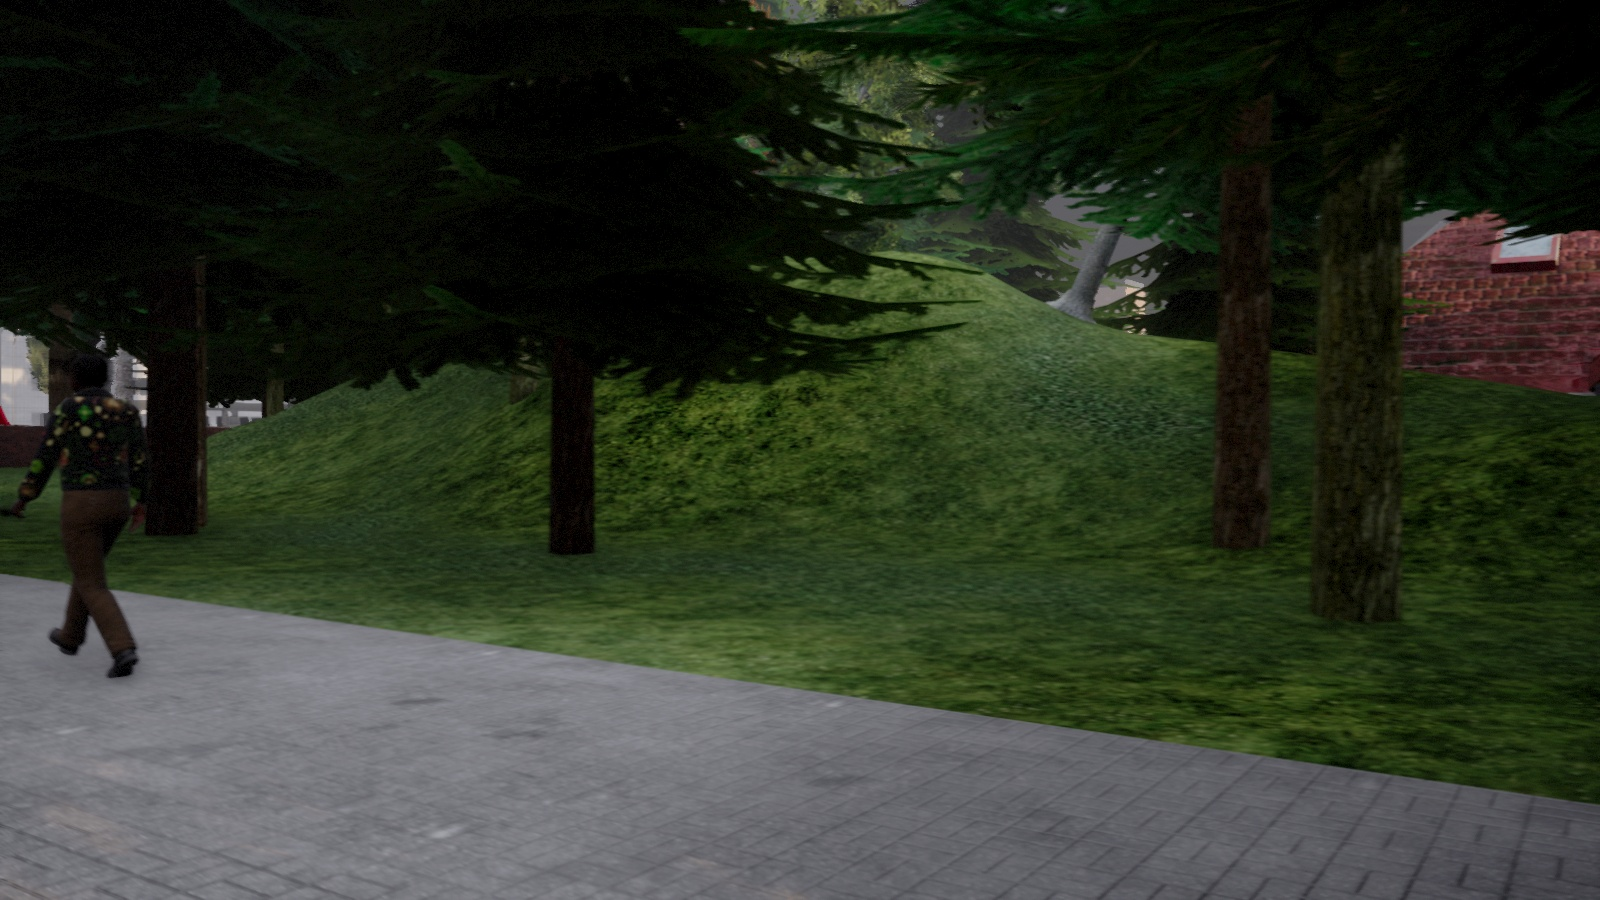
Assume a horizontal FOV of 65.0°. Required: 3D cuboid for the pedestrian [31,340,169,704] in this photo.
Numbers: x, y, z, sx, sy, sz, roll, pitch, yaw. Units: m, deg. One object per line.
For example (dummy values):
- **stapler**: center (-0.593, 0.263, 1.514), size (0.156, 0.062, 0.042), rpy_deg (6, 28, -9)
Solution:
- **pedestrian**: center (-3.921, 0.381, 7.029), size (0.692, 1.930, 0.395), rpy_deg (0, 1, 36)
